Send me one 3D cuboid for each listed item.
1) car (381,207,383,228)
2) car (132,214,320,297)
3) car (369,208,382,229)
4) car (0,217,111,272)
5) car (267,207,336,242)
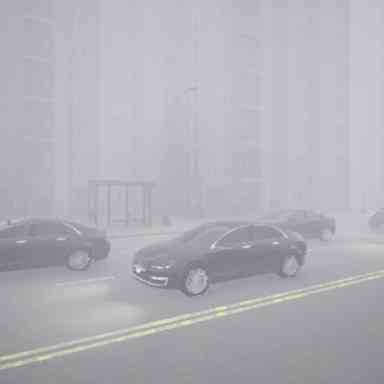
[{"bbox_3d":[10.762,1.495,14.732,4.892,1.490,1.837,0,0,-32],"label":"car"},{"bbox_3d":[0.879,1.503,8.624,4.892,1.490,1.837,1,0,-32],"label":"car"},{"bbox_3d":[12.740,1.337,20.052,4.553,1.767,2.097,0,0,-31],"label":"car"},{"bbox_3d":[-4.804,1.505,9.436,4.892,1.490,1.837,1,0,-28],"label":"car"},{"bbox_3d":[4.284,1.469,14.851,5.008,1.535,1.882,0,0,-32],"label":"car"}]
